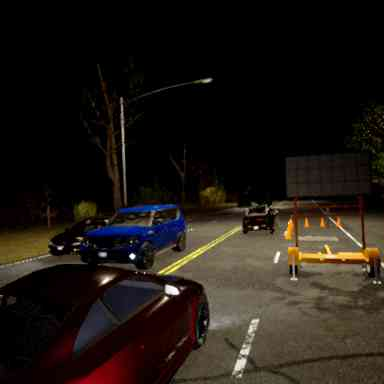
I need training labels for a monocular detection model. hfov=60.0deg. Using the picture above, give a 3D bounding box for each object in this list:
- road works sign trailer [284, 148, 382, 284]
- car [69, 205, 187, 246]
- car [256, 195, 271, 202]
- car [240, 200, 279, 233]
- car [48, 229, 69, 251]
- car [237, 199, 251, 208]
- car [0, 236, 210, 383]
[{"bbox_3d":[4.069,0.551,9.998,2.380,3.560,2.880,-2,-1,18],"label":"road works sign trailer"},{"bbox_3d":[-1.923,1.575,12.888,2.150,2.045,5.566,-2,-1,18],"label":"car"},{"bbox_3d":[11.869,1.502,54.801,2.150,2.045,5.566,-2,-1,19],"label":"car"},{"bbox_3d":[4.341,1.673,21.014,1.837,1.490,4.892,-6,0,18],"label":"car"},{"bbox_3d":[-4.491,1.988,15.461,1.837,1.490,4.892,-2,-1,18],"label":"car"},{"bbox_3d":[8.697,1.915,55.534,1.837,1.490,4.892,-2,-1,19],"label":"car"},{"bbox_3d":[-1.181,1.561,3.924,1.994,1.385,4.181,0,0,19],"label":"car"}]
